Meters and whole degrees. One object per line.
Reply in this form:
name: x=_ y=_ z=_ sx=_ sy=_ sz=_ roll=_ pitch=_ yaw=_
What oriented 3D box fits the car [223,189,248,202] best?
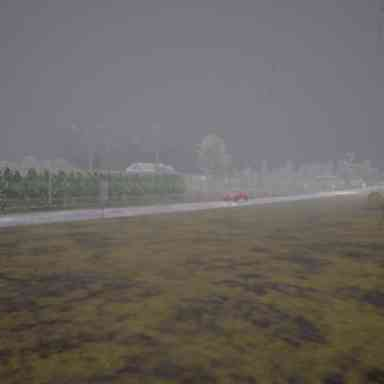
car: x=7.295 y=0.511 z=54.678 sx=2.150 sy=2.045 sz=5.566 roll=3 pitch=3 yaw=36
